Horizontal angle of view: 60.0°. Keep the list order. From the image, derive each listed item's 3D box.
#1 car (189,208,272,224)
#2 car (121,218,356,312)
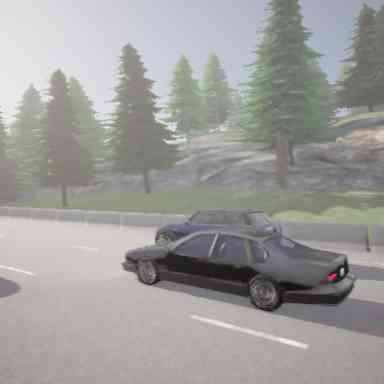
[{"bbox_3d":[0.762,1.358,12.047,4.553,1.767,2.097,0,0,36],"label":"car"},{"bbox_3d":[0.776,1.552,7.738,5.357,1.411,2.033,0,0,36],"label":"car"}]
